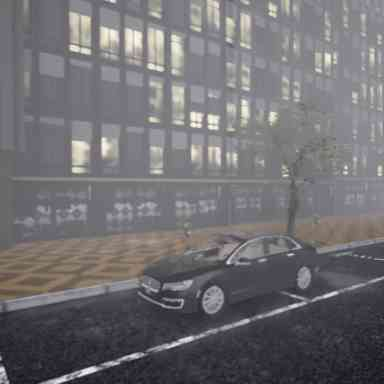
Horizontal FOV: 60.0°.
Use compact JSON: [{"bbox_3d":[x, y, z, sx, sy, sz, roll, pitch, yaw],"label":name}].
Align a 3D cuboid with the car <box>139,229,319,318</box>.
[{"bbox_3d":[0.990,1.544,7.276,4.403,1.369,2.008,0,0,-35],"label":"car"}]
